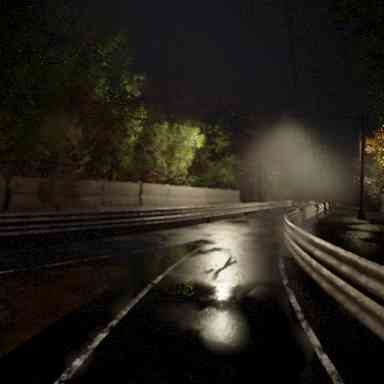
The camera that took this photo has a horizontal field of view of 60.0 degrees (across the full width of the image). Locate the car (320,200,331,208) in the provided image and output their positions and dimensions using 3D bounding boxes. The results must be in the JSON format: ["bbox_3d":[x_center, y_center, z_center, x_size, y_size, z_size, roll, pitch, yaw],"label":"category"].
[{"bbox_3d":[27.317,2.393,68.041,1.812,1.442,4.674,1,-1,26],"label":"car"}]

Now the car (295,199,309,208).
[{"bbox_3d":[19.996,2.090,60.318,2.097,1.767,4.553,1,-1,26],"label":"car"}]

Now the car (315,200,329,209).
[{"bbox_3d":[22.860,2.255,58.741,1.882,1.535,5.008,1,-1,26],"label":"car"}]
